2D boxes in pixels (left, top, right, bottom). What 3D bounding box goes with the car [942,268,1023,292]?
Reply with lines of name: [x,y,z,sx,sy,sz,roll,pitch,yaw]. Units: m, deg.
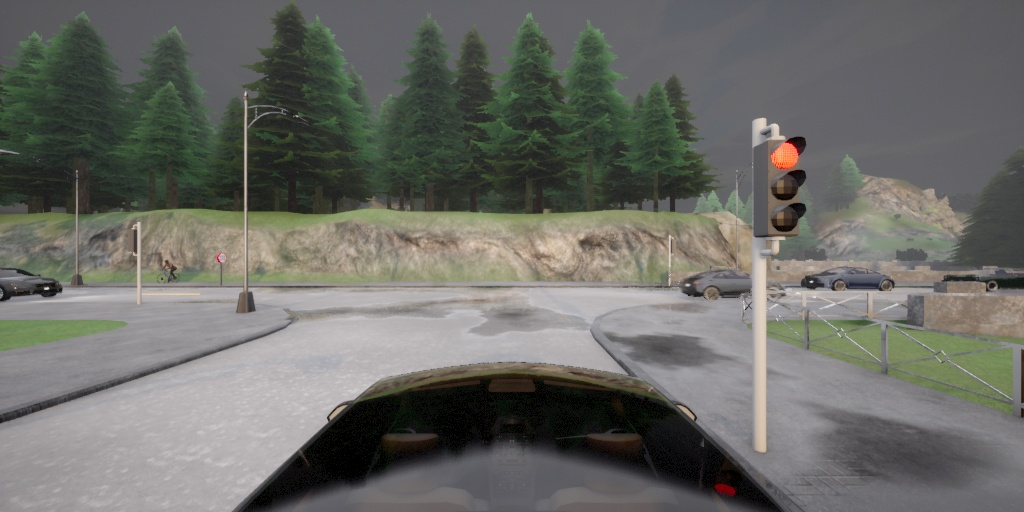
car: [28.097,1.351,20.712,4.718,1.301,1.895,0,0,0]

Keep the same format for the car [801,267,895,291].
car: [19.303,1.314,20.726,4.181,1.385,1.994,0,0,0]

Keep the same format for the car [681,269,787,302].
car: [10.095,1.314,16.537,4.181,1.385,1.994,0,0,0]

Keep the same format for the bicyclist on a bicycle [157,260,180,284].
bicyclist on a bicycle: [-23.915,1.099,24.975,0.582,1.620,1.656,0,0,0]

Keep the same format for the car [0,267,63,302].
car: [-23.938,1.255,16.577,4.892,1.490,1.837,0,0,0]
